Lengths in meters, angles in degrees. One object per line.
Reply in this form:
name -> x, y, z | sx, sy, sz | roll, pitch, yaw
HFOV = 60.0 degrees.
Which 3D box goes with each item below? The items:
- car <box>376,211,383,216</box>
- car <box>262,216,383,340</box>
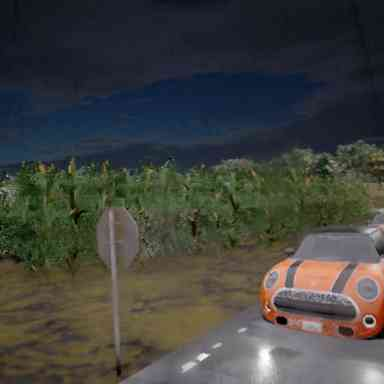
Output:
car -> 9.240, 1.664, 15.228 | 2.097, 1.767, 4.553 | -5, -3, 37
car -> 3.230, 1.585, 7.171 | 2.097, 1.767, 4.553 | -5, -3, 37
